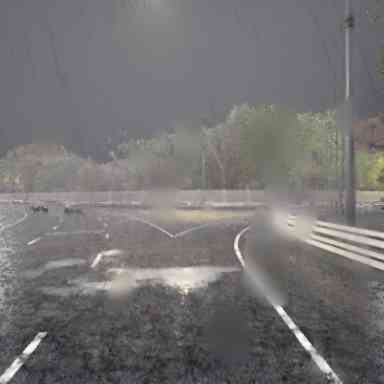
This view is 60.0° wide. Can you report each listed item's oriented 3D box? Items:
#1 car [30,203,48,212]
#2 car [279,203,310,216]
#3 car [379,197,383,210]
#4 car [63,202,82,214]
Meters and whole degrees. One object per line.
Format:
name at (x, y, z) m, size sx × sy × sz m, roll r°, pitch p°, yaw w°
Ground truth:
car at (-21.861, 2.177, 47.446) m, size 1.895 × 1.301 × 4.718 m, roll 0°, pitch -1°, yaw -30°
car at (11.978, 1.988, 39.055) m, size 5.357 × 1.411 × 2.033 m, roll 1°, pitch -1°, yaw -44°
car at (31.600, 1.786, 51.665) m, size 5.566 × 2.045 × 2.150 m, roll 0°, pitch -1°, yaw -23°
car at (-15.187, 1.999, 42.190) m, size 2.128 × 1.511 × 4.902 m, roll 0°, pitch -1°, yaw -26°
